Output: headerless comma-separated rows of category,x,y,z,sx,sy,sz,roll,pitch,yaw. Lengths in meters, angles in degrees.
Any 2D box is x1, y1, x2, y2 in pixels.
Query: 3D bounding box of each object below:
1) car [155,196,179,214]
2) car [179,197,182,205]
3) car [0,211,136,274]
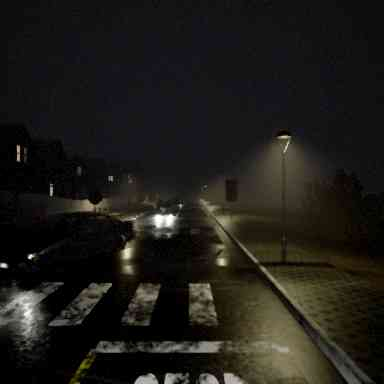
car,-2.790,1.528,35.072,2.128,1.511,4.902,0,1,0
car,-2.814,1.508,59.482,1.882,1.535,5.008,0,1,0
car,-3.723,1.363,10.622,2.033,1.411,5.357,4,2,19
